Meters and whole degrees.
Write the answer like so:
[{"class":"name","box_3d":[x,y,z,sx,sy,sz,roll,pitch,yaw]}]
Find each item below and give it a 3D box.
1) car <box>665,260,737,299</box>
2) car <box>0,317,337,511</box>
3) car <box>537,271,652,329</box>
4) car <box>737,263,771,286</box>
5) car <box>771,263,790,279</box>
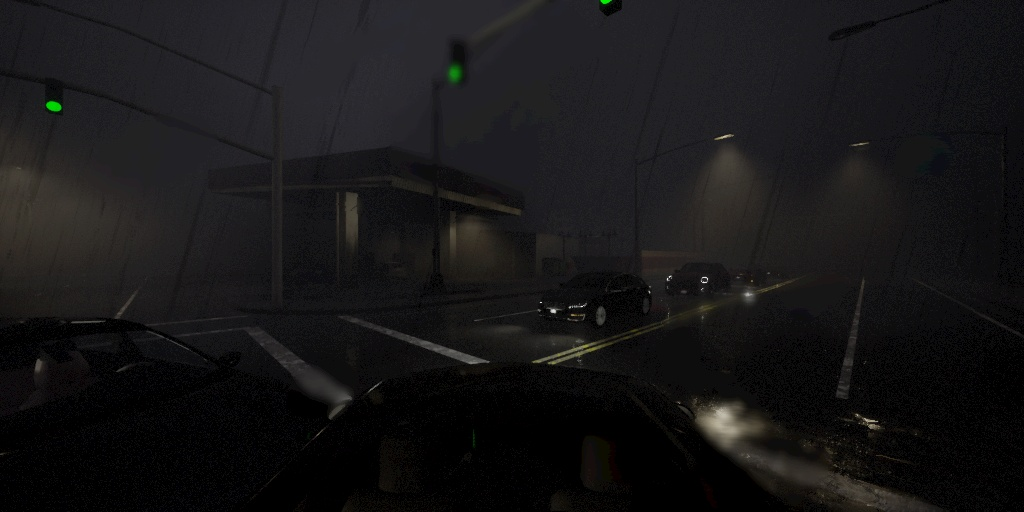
[{"class":"car","box_3d":[9.630,1.102,18.395,2.097,1.767,4.553,0,0,45]},{"class":"car","box_3d":[-3.433,1.242,2.467,4.902,1.511,2.128,0,0,15]},{"class":"car","box_3d":[2.825,1.255,11.516,1.837,1.490,4.892,0,0,44]},{"class":"car","box_3d":[16.523,1.314,25.339,1.994,1.385,4.181,0,0,44]},{"class":"car","box_3d":[23.622,1.314,32.427,4.181,1.385,1.994,0,0,-45]}]
